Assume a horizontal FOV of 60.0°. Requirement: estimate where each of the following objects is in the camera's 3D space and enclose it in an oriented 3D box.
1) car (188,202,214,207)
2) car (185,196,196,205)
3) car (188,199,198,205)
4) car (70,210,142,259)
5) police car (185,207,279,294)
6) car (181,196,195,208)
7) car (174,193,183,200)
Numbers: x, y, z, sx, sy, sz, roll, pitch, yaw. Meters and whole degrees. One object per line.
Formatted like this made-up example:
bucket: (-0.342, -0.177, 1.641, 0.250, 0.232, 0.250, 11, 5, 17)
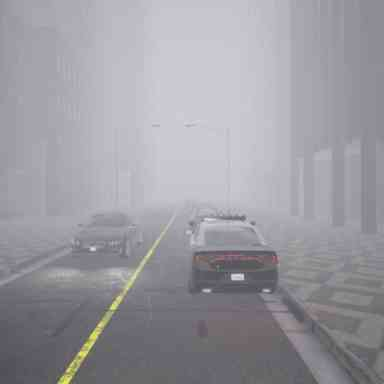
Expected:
car: (0.825, 1.521, 18.848, 1.812, 1.442, 4.674, 0, 0, 0)
car: (-0.245, 1.451, 60.438, 1.882, 1.535, 5.008, 0, 0, 0)
car: (0.800, 1.496, 24.849, 1.837, 1.490, 4.892, 0, 0, 0)
car: (-3.051, 1.503, 12.643, 1.837, 1.490, 4.892, 0, 0, 0)
police car: (0.864, 1.425, 8.957, 1.930, 1.638, 5.238, 0, 0, 0)
car: (-0.162, 1.504, 46.158, 1.812, 1.442, 4.674, 0, 0, 0)
car: (-3.384, 1.453, 94.840, 1.882, 1.535, 5.008, 0, 0, 0)
